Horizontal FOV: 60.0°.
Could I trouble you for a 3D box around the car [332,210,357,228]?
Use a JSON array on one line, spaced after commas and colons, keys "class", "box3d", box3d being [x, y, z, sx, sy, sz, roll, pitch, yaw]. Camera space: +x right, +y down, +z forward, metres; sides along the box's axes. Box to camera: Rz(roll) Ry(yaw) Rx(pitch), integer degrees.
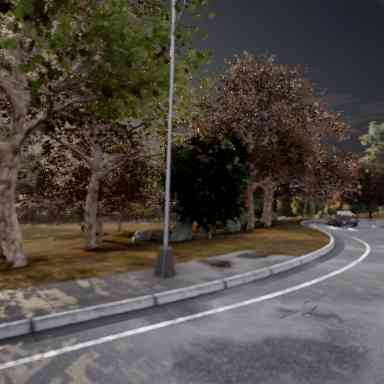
[{"class": "car", "box3d": [13.765, 2.369, 30.181, 1.812, 1.442, 4.674, 1, -2, 24]}]
